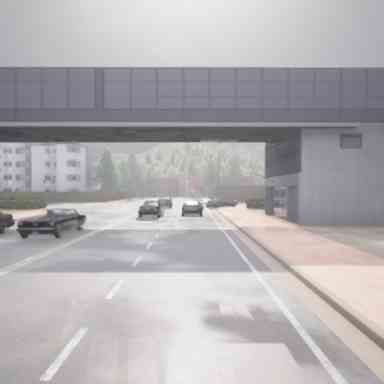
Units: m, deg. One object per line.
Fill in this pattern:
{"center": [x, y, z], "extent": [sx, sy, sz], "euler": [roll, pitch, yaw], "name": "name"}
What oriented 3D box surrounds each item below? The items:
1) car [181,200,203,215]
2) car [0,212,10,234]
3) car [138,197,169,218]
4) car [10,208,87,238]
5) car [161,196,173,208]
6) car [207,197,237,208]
{"center": [0.037, 1.437, 31.541], "extent": [1.994, 1.385, 4.181], "euler": [0, 0, 1], "name": "car"}
{"center": [-10.586, 1.482, 15.878], "extent": [2.033, 1.411, 5.357], "euler": [0, 0, 0], "name": "car"}
{"center": [-3.478, 1.430, 28.956], "extent": [2.033, 1.411, 5.357], "euler": [0, 0, 0], "name": "car"}
{"center": [-7.081, 1.531, 17.248], "extent": [1.895, 1.301, 4.718], "euler": [0, 0, 0], "name": "car"}
{"center": [-3.579, 1.313, 44.428], "extent": [2.128, 1.511, 4.902], "euler": [0, 0, -2], "name": "car"}
{"center": [3.962, 1.388, 43.674], "extent": [4.181, 1.385, 1.994], "euler": [0, 0, -39], "name": "car"}
